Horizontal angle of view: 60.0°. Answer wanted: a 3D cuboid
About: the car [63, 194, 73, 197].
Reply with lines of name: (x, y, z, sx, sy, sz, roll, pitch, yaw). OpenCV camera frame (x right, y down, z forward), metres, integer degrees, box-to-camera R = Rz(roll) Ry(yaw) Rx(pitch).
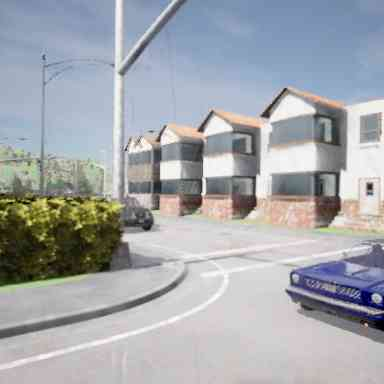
car: (-32.672, 1.412, 89.649, 3.866, 1.878, 1.905, 1, -1, -36)

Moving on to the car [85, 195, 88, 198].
car: (-21.035, 1.576, 74.359, 3.806, 1.475, 1.970, 1, -1, -36)

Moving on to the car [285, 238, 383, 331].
car: (4.066, 1.692, 6.777, 4.718, 1.301, 1.895, 1, -1, -36)

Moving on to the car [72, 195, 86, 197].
car: (-25.096, 1.492, 79.339, 5.027, 1.636, 2.152, 1, -1, -36)

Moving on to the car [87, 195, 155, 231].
car: (-4.515, 1.331, 21.320, 2.150, 2.045, 5.566, 1, -1, -36)
